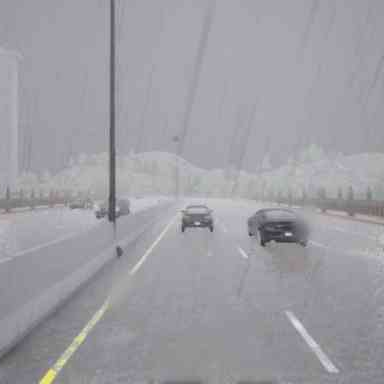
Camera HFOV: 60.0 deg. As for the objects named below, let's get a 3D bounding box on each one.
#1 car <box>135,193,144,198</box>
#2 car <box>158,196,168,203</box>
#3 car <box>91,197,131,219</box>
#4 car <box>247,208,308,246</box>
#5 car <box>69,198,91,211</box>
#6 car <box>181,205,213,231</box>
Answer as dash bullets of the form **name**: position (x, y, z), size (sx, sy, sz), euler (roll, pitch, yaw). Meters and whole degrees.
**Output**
- **car**: position (-13.015, 1.013, 82.413), size (2.097, 1.767, 4.553), euler (0, 0, 1)
- **car**: position (-6.157, 1.542, 70.864), size (1.812, 1.442, 4.674), euler (0, 0, 1)
- **car**: position (-6.773, 1.347, 28.665), size (2.097, 1.767, 4.553), euler (0, 0, 1)
- **car**: position (3.760, 1.481, 15.326), size (1.882, 1.535, 5.008), euler (0, 0, 1)
- **car**: position (-13.607, 1.495, 41.151), size (1.837, 1.490, 4.892), euler (0, 0, 1)
- **car**: position (0.320, 1.527, 20.322), size (1.812, 1.442, 4.674), euler (0, 0, 1)
